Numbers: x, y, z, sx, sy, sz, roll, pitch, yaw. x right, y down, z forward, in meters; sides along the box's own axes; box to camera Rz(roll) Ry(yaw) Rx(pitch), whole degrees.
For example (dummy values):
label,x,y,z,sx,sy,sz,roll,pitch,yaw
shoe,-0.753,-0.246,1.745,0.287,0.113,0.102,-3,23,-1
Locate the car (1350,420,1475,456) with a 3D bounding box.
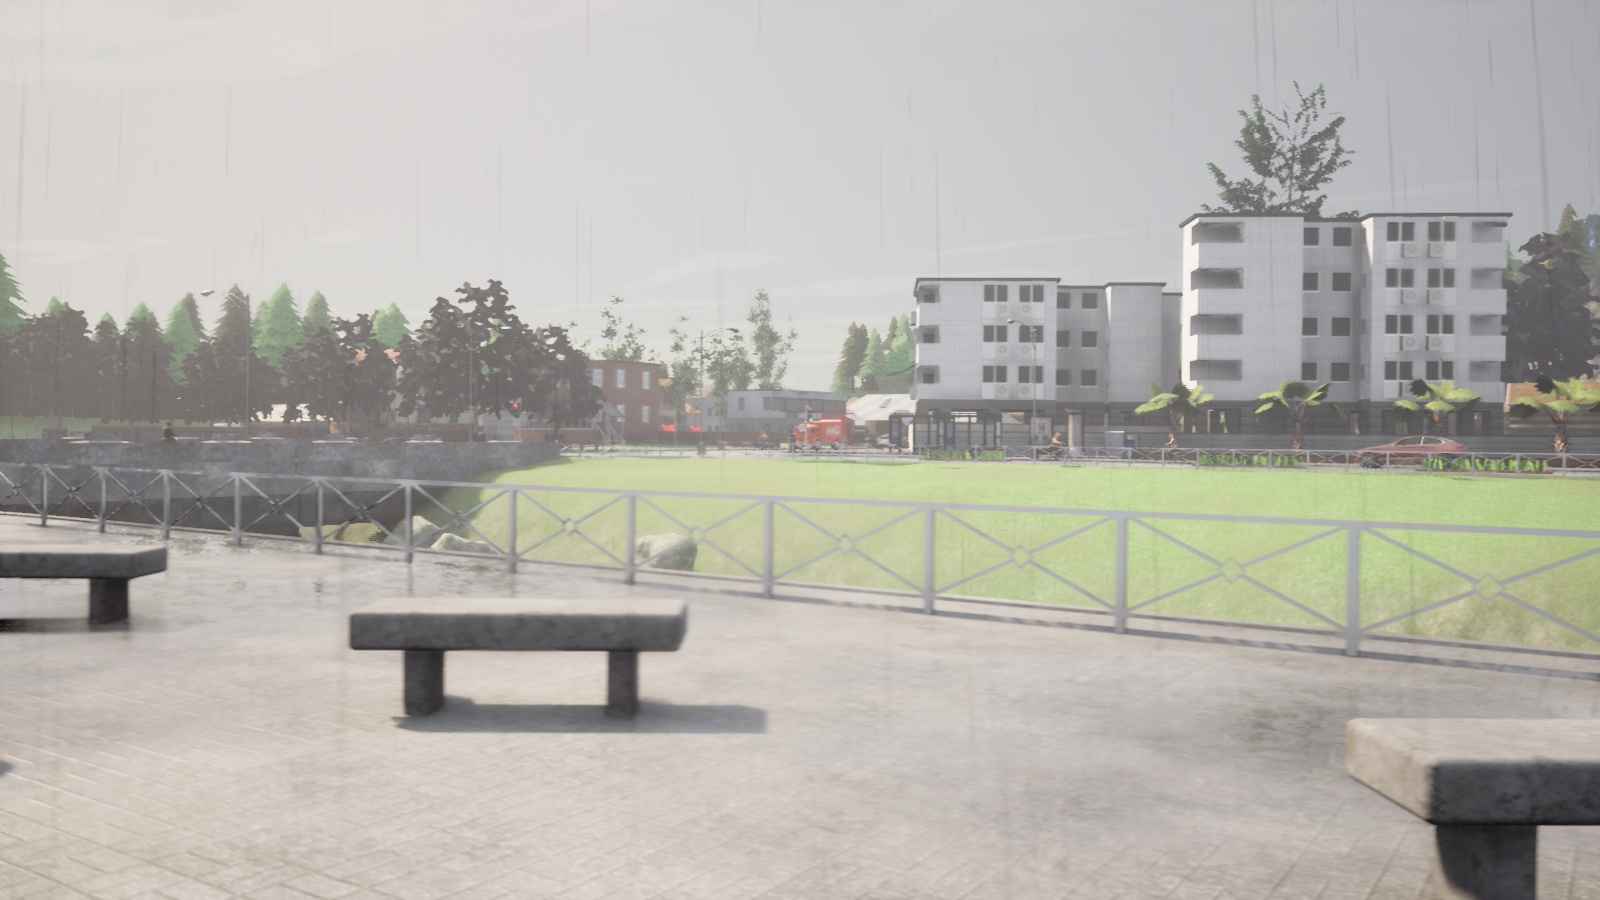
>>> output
label,x,y,z,sx,sy,sz,roll,pitch,yaw
car,28.829,-0.558,59.147,5.027,1.651,2.152,0,1,34
